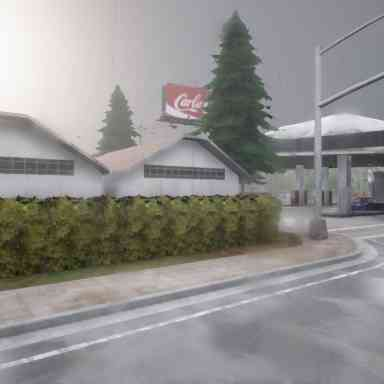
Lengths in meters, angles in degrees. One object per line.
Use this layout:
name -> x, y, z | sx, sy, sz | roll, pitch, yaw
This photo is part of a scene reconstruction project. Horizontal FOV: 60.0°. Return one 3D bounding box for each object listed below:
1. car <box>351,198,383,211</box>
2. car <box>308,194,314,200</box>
car -> 20.761, 1.480, 39.315 | 4.611, 1.667, 2.242 | 0, 0, -36
car -> 31.778, 1.330, 88.820 | 2.152, 1.636, 5.027 | 0, 0, -36
